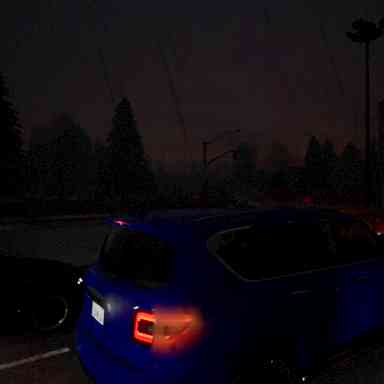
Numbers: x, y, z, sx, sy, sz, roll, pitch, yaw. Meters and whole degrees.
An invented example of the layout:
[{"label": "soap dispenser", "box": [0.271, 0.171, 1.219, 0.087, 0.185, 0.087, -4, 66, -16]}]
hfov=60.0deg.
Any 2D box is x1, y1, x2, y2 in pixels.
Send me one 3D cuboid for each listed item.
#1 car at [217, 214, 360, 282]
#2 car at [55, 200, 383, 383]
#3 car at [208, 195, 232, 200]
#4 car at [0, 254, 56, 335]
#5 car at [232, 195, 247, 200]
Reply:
[{"label": "car", "box": [3.034, 1.514, 10.178, 4.181, 1.385, 1.994, -1, 0, -34]}, {"label": "car", "box": [1.312, 1.205, 4.663, 5.566, 2.045, 2.150, -1, 0, -35]}, {"label": "car", "box": [3.392, 1.347, 48.701, 1.994, 1.385, 4.181, -1, 0, -35]}, {"label": "car", "box": [-3.813, 1.564, 5.318, 4.181, 1.385, 1.994, 0, 0, -36]}, {"label": "car", "box": [6.373, 1.235, 50.544, 1.882, 1.535, 5.008, -1, 0, -35]}]
